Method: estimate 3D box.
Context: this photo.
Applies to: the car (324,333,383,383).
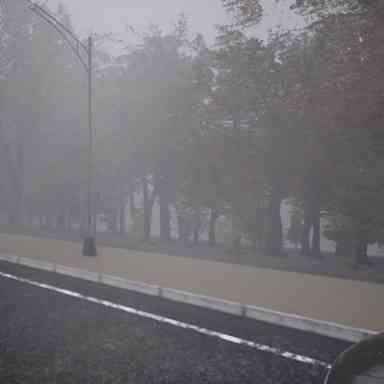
[{"bbox_3d":[3.138,1.481,1.446,4.902,1.511,2.128,0,0,35],"label":"car"}]
